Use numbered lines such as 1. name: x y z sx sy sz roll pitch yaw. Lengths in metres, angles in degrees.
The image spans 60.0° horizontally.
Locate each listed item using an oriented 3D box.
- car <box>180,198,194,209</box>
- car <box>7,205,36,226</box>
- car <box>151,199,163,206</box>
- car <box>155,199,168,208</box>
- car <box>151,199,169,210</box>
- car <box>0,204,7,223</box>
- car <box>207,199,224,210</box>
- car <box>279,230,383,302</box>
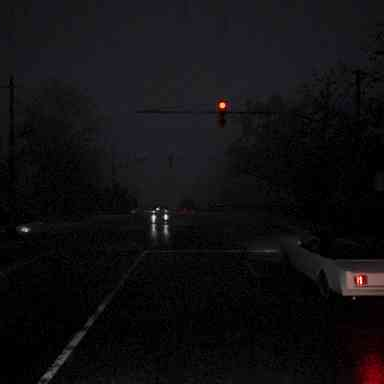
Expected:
1. car: -0.782 1.636 49.318 2.128 1.511 4.902 0 -1 -5
2. car: -13.593 1.533 23.200 5.008 1.535 1.882 0 0 -5
3. car: -7.029 2.083 67.221 1.994 1.385 4.181 0 -1 -12
4. car: -4.838 1.769 52.706 1.994 1.385 4.181 0 -1 -7
5. car: -4.075 1.594 42.810 1.812 1.442 4.674 0 -1 -3
6. car: -14.388 1.285 19.512 5.566 2.045 2.150 -1 0 -1
7. car: 3.074 1.630 44.611 2.033 1.411 5.357 0 -1 -3
8. car: 3.589 1.600 8.196 1.895 1.301 4.718 0 0 0
